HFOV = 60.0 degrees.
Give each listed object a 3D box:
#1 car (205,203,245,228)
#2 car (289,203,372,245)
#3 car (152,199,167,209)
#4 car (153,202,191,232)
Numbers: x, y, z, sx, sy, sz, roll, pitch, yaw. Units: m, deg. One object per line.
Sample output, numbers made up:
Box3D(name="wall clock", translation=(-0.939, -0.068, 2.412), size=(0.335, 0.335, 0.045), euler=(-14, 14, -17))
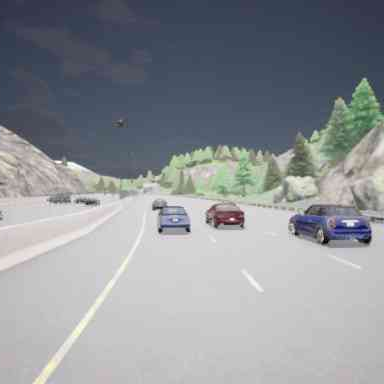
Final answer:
Box3D(name="car", translation=(2.094, 1.471, 22.126), size=(1.882, 1.535, 5.008), euler=(0, 0, -6))
Box3D(name="car", translation=(6.270, 1.336, 15.627), size=(2.097, 1.767, 4.553), euler=(0, 0, -5))
Box3D(name="car", translation=(-4.076, 1.569, 42.510), size=(1.994, 1.385, 4.181), euler=(0, 0, -8))
Box3D(name="car", translation=(-1.179, 1.548, 20.257), size=(2.033, 1.411, 5.357), euler=(0, 0, -7))
